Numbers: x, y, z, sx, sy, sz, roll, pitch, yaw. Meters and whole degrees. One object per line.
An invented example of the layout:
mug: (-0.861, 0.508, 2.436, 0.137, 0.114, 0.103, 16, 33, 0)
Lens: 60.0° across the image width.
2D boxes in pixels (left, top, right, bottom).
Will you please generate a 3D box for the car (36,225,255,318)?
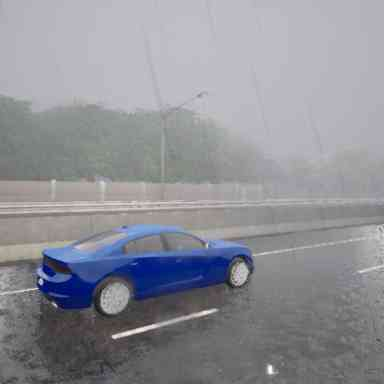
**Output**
car: (-0.744, 1.481, 7.513, 5.008, 1.535, 1.882, 0, 0, -35)
